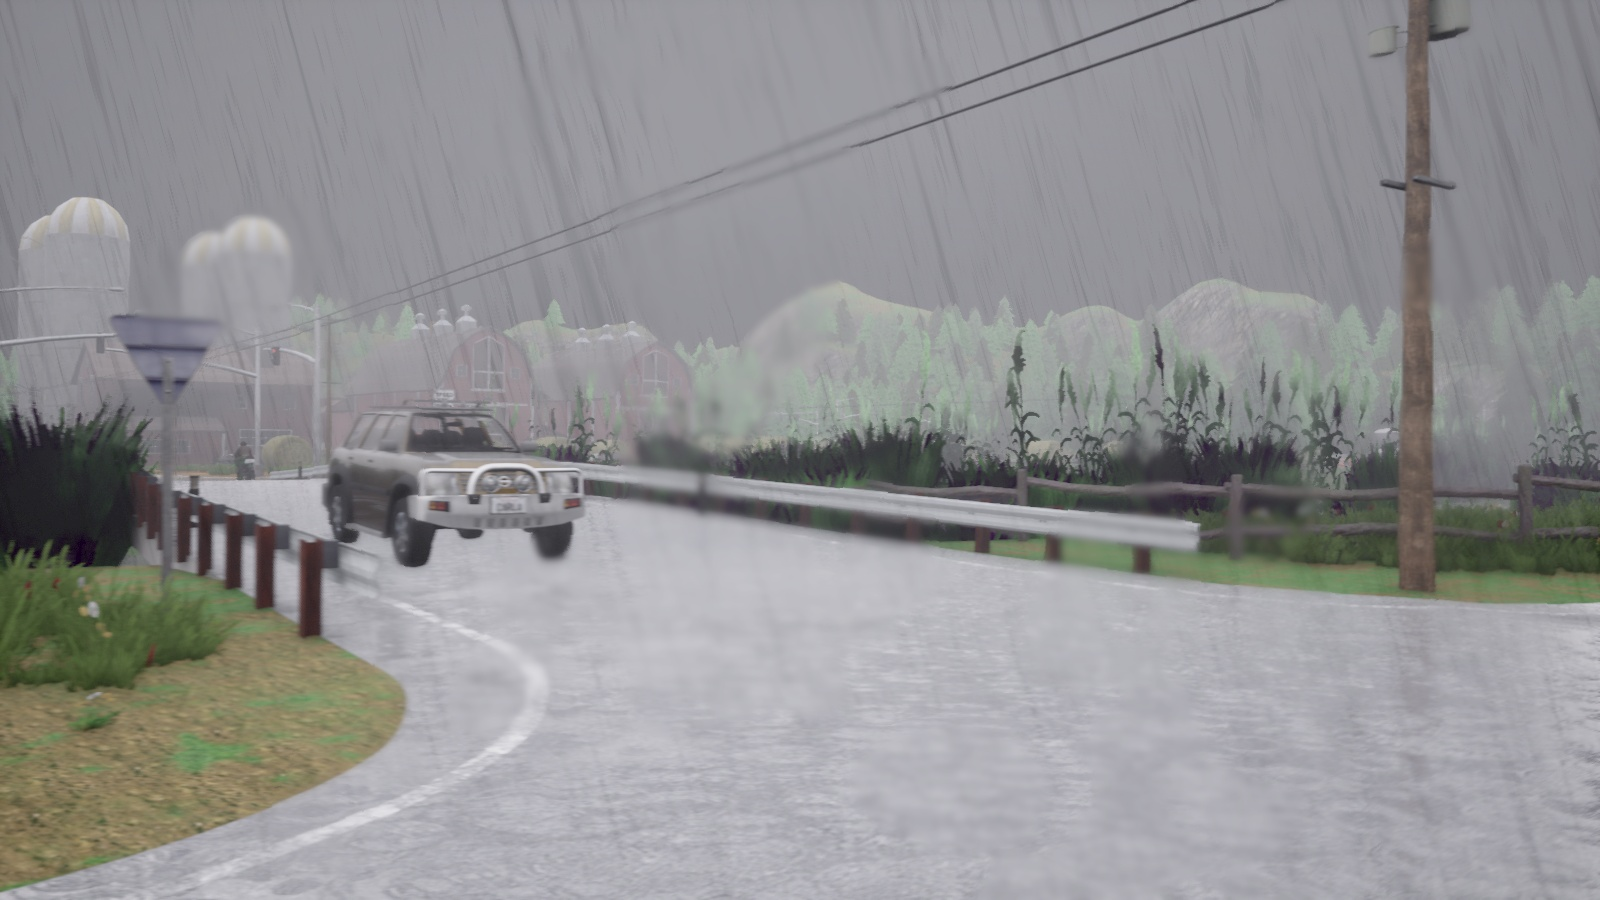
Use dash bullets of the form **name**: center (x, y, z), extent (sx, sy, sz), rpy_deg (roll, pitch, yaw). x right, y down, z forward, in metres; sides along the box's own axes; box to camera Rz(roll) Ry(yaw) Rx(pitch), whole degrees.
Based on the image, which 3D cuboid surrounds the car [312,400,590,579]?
- **car**: center (-4.443, 0.349, 15.452), extent (1.932, 1.855, 4.605), rpy_deg (0, 2, -34)

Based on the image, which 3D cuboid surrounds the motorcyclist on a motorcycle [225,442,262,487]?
- **motorcyclist on a motorcycle**: center (-19.888, 0.525, 44.826), extent (0.797, 1.523, 2.044), rpy_deg (0, -3, -35)

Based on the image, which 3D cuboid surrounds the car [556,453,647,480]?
- **car**: center (-11.633, 0.928, 73.846), extent (5.008, 1.535, 1.882), rpy_deg (0, 0, -38)
